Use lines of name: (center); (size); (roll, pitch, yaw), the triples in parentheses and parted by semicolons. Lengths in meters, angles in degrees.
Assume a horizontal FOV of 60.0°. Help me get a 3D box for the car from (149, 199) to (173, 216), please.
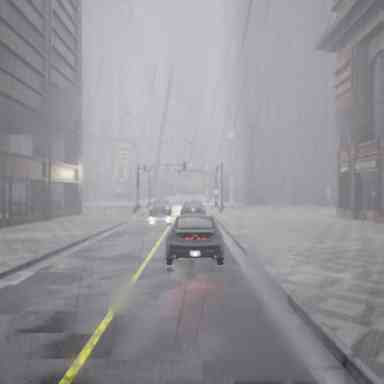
car: (-3.078, 1.475, 33.585); (2.097, 1.767, 4.553); (0, 0, 0)

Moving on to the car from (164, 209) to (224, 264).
car: (0.091, 1.548, 12.021); (1.837, 1.490, 4.892); (0, -1, 0)

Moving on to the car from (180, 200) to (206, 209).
car: (0.085, 1.455, 28.221); (2.097, 1.767, 4.553); (0, 0, 0)
